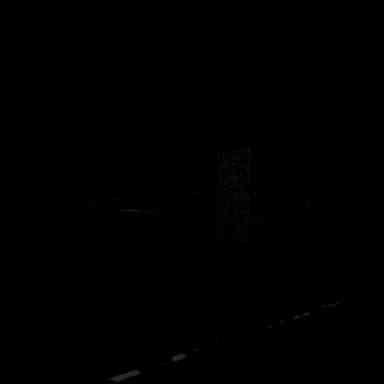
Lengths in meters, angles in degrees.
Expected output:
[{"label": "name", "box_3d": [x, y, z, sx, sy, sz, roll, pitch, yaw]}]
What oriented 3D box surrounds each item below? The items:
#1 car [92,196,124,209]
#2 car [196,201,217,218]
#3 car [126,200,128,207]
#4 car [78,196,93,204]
[{"label": "car", "box_3d": [-11.126, 1.507, 44.562, 1.895, 1.301, 4.718, 1, -1, -39]}, {"label": "car", "box_3d": [2.218, 1.462, 27.558, 1.812, 1.442, 4.674, 1, -1, -37]}, {"label": "car", "box_3d": [-11.121, 1.474, 49.065, 1.812, 1.442, 4.674, 1, -1, -40]}, {"label": "car", "box_3d": [-17.794, 1.431, 56.882, 2.128, 1.511, 4.902, 1, -1, -41]}]
